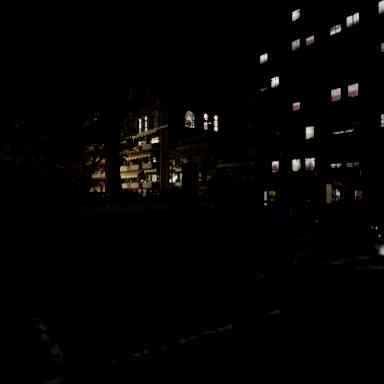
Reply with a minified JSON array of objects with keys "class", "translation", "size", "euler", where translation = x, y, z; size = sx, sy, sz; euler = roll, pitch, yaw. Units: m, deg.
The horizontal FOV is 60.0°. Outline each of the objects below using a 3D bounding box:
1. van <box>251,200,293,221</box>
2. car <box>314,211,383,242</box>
[{"class":"van","translation":[7.160,1.643,30.208],"size":[1.690,1.788,3.998],"euler":[-1,0,-36]},{"class":"car","translation":[8.425,1.705,17.262],"size":[1.994,1.385,4.181],"euler":[0,-1,-24]}]
